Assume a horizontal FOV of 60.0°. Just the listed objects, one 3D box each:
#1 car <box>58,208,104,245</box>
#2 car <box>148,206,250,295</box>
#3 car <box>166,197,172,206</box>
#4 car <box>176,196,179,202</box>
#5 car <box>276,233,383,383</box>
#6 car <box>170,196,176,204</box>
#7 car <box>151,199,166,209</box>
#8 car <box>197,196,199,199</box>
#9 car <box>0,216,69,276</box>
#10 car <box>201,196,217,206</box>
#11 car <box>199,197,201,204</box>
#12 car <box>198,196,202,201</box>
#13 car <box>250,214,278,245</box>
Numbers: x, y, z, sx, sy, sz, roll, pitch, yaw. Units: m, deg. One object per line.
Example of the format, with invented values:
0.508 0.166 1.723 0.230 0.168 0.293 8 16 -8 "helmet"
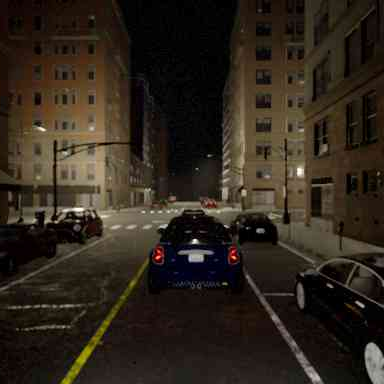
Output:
-5.653 1.552 15.980 1.967 1.590 4.097 0 0 0 "car"
0.092 1.415 9.044 2.097 1.767 4.553 0 0 0 "car"
-5.541 2.048 63.897 2.008 1.369 4.403 0 -1 0 "car"
-5.462 2.085 90.941 2.192 1.841 5.009 0 -1 0 "car"
2.860 1.586 4.966 2.008 1.369 4.403 0 0 0 "car"
-5.494 2.178 79.952 1.752 1.417 4.829 0 -1 0 "car"
-5.574 1.985 53.081 1.802 1.307 4.206 0 0 0 "car"
3.047 2.151 85.511 1.967 1.590 4.097 0 -1 0 "car"
-5.659 1.655 10.478 1.802 1.307 4.206 0 0 0 "car"
2.950 1.843 53.059 1.967 1.590 4.097 0 0 0 "car"
2.983 2.048 63.875 2.008 1.369 4.403 0 -1 0 "car"
3.015 2.040 74.693 1.967 1.590 4.097 0 -1 0 "car"
2.873 1.678 15.969 1.947 1.339 4.313 0 0 0 "car"
